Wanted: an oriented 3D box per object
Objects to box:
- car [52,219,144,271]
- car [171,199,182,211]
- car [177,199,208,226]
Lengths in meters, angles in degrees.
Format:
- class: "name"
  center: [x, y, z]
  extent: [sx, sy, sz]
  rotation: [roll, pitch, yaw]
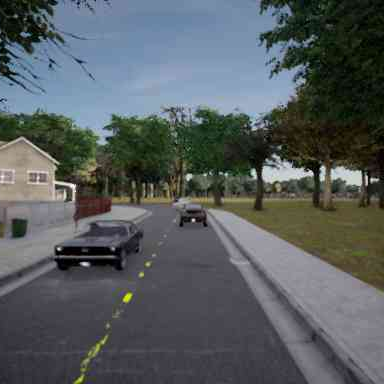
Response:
- class: "car"
  center: [-2.841, 1.620, 11.082]
  extent: [1.895, 1.301, 4.718]
  rotation: [0, 0, 0]
- class: "car"
  center: [-1.408, 1.623, 42.706]
  extent: [1.812, 1.442, 4.674]
  rotation: [1, 0, -16]
- class: "car"
  center: [0.095, 1.552, 23.882]
  extent: [1.837, 1.490, 4.892]
  rotation: [0, 0, 0]
